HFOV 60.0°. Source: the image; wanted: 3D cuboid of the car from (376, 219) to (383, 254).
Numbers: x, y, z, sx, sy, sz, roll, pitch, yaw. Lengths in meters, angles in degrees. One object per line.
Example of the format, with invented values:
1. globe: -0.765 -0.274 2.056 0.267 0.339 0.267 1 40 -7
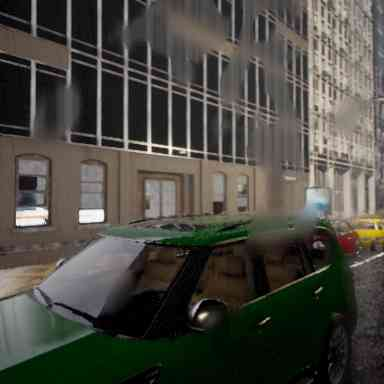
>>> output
1. car: 9.032 1.642 12.794 2.097 1.767 4.553 -2 -2 44

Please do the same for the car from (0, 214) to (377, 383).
1. car: -0.100 1.314 3.552 2.150 2.045 5.566 -2 -2 44

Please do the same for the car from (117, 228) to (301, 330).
1. car: 0.649 1.750 8.028 2.008 1.369 4.403 -1 -2 44
